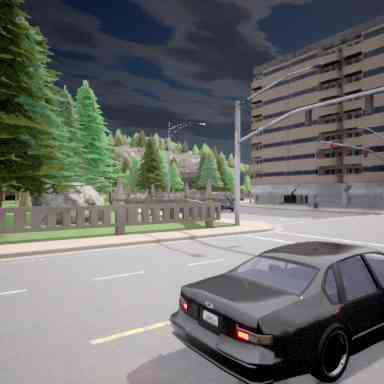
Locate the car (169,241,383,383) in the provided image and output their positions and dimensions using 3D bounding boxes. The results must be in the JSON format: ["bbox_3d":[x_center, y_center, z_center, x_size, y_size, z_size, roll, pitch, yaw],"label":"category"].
[{"bbox_3d":[2.273,1.549,5.410,5.357,1.411,2.033,0,0,-35],"label":"car"}]

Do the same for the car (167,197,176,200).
[{"bbox_3d":[-3.482,1.502,55.343,2.033,1.411,5.357,0,0,-3],"label":"car"}]

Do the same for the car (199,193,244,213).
[{"bbox_3d":[2.780,1.174,36.514,2.150,2.045,5.566,0,0,-30],"label":"car"}]
